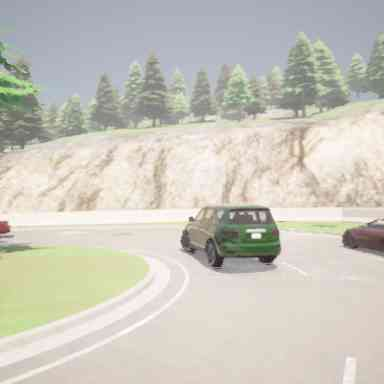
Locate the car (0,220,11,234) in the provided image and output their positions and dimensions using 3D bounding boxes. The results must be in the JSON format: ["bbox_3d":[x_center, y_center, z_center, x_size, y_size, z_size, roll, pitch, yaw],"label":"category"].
[{"bbox_3d":[-14.459,2.272,21.369,5.008,1.535,1.882,-1,-2,-24],"label":"car"}]

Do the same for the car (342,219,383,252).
[{"bbox_3d":[7.973,1.738,13.311,1.994,1.385,4.181,-1,-1,-11],"label":"car"}]

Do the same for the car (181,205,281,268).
[{"bbox_3d":[1.240,1.511,12.742,2.150,2.045,5.566,0,-2,-16],"label":"car"}]
